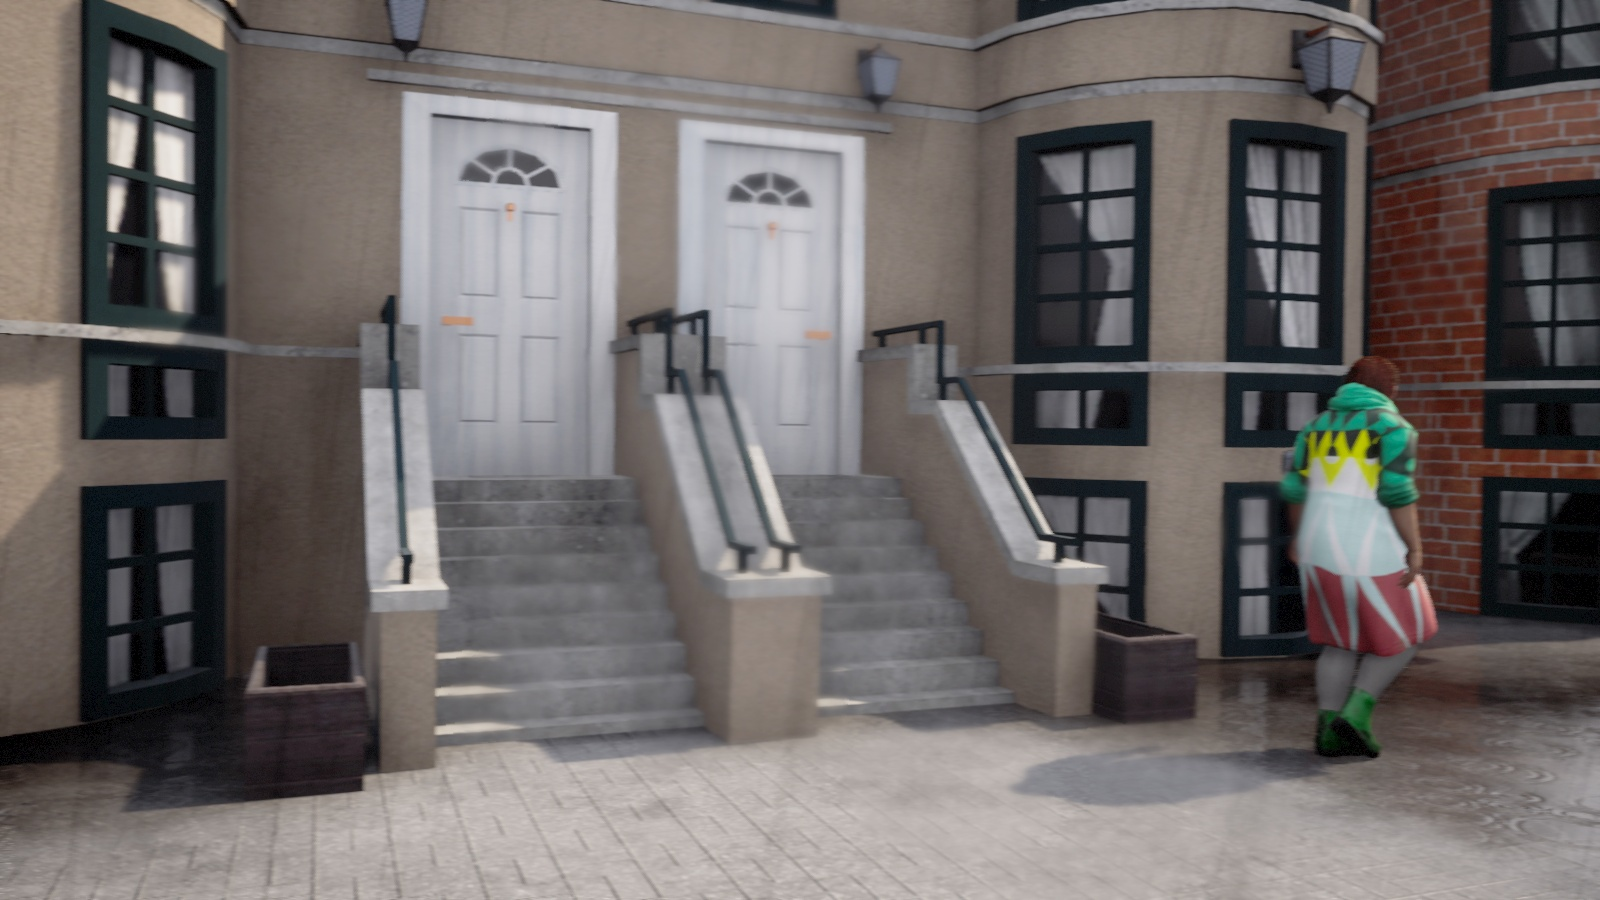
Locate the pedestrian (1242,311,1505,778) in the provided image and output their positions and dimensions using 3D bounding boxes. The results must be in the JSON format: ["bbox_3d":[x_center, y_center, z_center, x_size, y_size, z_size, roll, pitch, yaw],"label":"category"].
[{"bbox_3d":[2.588,0.387,5.699,0.873,1.952,0.659,-1,1,-21],"label":"pedestrian"}]
